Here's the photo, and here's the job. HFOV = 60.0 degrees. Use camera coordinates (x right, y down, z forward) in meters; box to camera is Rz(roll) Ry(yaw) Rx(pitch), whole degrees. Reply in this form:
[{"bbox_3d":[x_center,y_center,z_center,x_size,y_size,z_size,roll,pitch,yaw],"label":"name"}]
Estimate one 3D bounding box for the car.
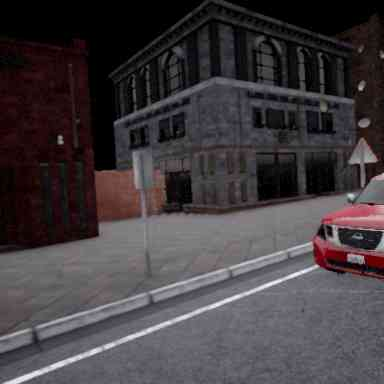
[{"bbox_3d":[5.005,0.519,7.248,5.566,2.045,2.150,-7,4,-35],"label":"car"}]
